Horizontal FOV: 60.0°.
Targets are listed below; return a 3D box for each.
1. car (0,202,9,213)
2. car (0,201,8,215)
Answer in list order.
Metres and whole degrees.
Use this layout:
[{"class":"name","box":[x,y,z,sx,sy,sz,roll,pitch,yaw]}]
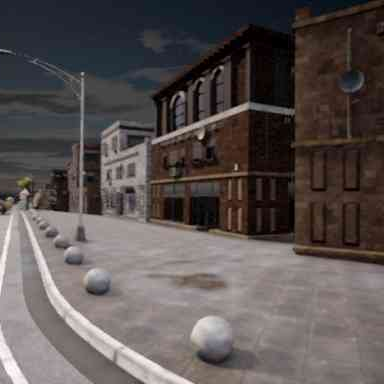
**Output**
[{"class":"car","box":[-27.477,2.206,47.594,2.033,1.411,5.357,1,-1,-28]},{"class":"car","box":[-22.601,1.829,38.394,2.128,1.511,4.902,1,-2,-28]}]
